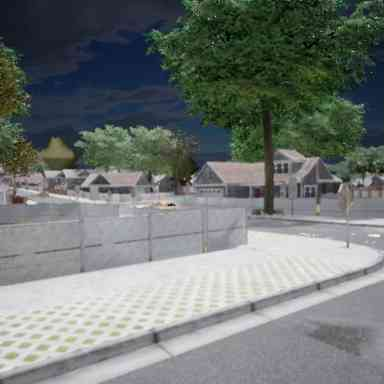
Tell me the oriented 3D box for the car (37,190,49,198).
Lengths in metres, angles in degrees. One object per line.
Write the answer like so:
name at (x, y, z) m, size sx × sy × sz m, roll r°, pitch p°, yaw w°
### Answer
car at (-37.071, 0.345, 82.834) m, size 2.097 × 1.767 × 4.553 m, roll -2°, pitch 3°, yaw -35°

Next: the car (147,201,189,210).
car at (-2.089, 1.508, 28.337) m, size 1.882 × 1.535 × 5.008 m, roll -2°, pitch 1°, yaw -35°
